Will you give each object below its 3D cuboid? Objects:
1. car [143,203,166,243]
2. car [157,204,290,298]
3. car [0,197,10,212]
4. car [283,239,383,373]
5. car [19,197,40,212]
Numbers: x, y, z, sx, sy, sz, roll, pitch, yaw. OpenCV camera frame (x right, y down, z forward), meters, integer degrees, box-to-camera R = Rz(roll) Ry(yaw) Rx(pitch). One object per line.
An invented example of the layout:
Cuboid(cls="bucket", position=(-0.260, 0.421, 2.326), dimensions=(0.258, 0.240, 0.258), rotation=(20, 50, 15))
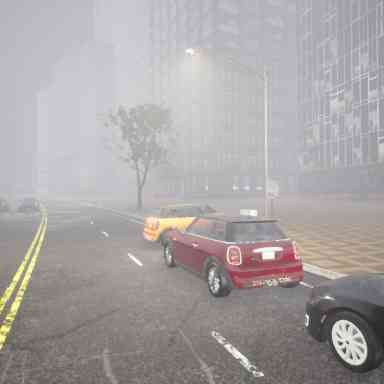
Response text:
Cuboid(cls="car", position=(0.230, 1.279, 14.543), dimensions=(4.553, 1.767, 2.097), rotation=(-3, 1, -23))
Cuboid(cls="car", position=(0.788, 1.355, 8.946), dimensions=(2.097, 1.767, 4.553), rotation=(0, 0, -23))
Cuboid(cls="car", position=(-22.167, 1.390, 37.960), dimensions=(2.097, 1.767, 4.553), rotation=(0, 0, -25))
Cuboid(cls="car", position=(3.572, 1.505, 3.507), dimensions=(1.837, 1.490, 4.892), rotation=(0, 0, -36))
Cuboid(cls="car", position=(-19.210, 1.393, 39.309), dimensions=(2.097, 1.767, 4.553), rotation=(0, 0, -25))
